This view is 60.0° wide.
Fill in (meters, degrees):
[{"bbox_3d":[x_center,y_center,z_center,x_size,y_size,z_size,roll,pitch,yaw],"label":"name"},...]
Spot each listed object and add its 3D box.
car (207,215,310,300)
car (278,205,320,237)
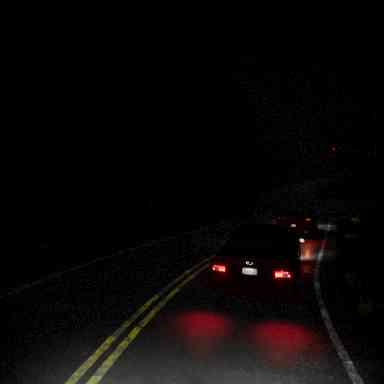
[{"bbox_3d":[1.867,1.549,8.661,2.033,1.411,5.357,2,0,18],"label":"car"},{"bbox_3d":[5.946,1.486,18.509,1.882,1.535,5.008,2,1,23],"label":"car"}]
